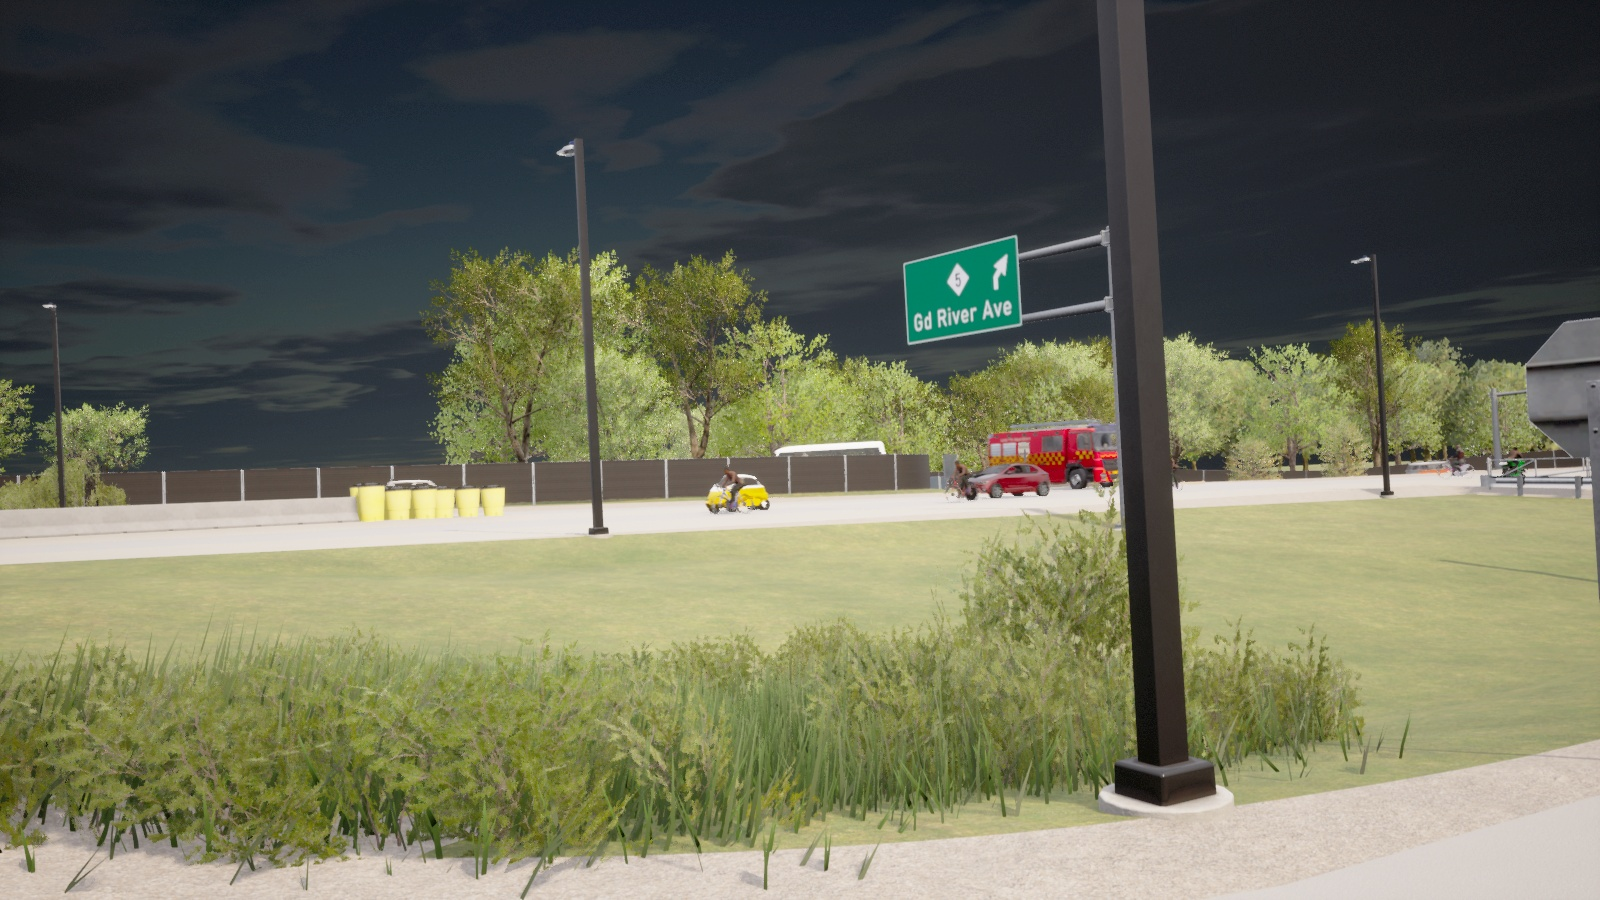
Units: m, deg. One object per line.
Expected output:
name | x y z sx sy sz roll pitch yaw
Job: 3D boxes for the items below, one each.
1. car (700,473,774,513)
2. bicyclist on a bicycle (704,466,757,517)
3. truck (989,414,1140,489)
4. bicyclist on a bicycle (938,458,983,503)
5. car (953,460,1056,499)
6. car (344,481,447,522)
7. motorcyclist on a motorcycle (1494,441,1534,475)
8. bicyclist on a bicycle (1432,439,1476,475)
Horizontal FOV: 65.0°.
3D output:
car | -2.306 1.588 46.040 2.207 1.376 1.481 -1 -2 -35
bicyclist on a bicycle | -2.309 1.384 41.793 1.656 1.620 0.582 -2 -1 -35
truck | 14.747 0.185 70.848 2.891 3.827 8.468 -2 -1 -35
bicyclist on a bicycle | 6.087 1.159 47.597 1.656 1.620 0.582 -2 -1 -35
car | 8.744 1.253 53.682 4.193 1.474 1.816 -1 -2 -35
car | -16.392 2.068 51.022 3.806 1.475 1.970 -2 -1 -13
motorcyclist on a motorcycle | 32.677 0.342 57.456 2.044 1.523 0.797 -1 0 -35
bicyclist on a bicycle | 33.308 0.351 63.970 0.659 1.776 1.843 -1 -2 -36
